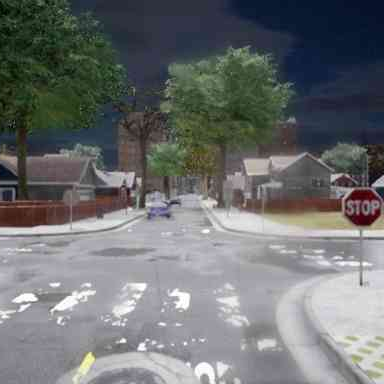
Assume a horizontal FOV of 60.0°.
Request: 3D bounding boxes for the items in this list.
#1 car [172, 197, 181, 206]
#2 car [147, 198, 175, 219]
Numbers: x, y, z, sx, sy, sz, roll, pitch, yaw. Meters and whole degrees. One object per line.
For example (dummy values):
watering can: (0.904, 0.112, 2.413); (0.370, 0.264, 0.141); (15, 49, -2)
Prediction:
car: (-2.669, 1.483, 53.965); (2.033, 1.411, 5.357); (0, 0, 0)
car: (-2.706, 1.514, 28.616); (1.812, 1.442, 4.674); (0, 0, 0)
